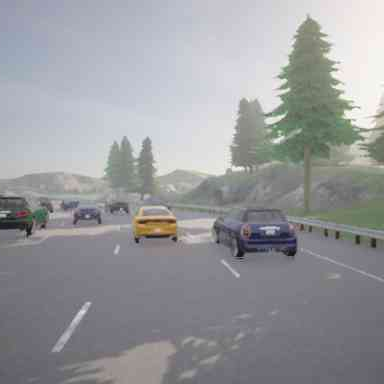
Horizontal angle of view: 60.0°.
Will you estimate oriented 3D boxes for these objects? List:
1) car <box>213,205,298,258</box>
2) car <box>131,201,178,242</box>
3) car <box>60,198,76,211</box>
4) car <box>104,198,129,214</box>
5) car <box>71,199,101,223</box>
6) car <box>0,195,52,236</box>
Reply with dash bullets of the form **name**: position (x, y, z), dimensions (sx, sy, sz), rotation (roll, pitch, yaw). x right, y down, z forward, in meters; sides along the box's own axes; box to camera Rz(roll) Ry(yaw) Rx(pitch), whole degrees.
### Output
- **car**: position (2.210, 1.313, 12.826), dimensions (2.097, 1.767, 4.553), rotation (0, 0, -8)
- **car**: position (-1.920, 1.433, 16.287), dimensions (1.882, 1.535, 5.008), rotation (0, 0, -12)
- **car**: position (-14.586, 1.428, 40.027), dimensions (1.812, 1.442, 4.674), rotation (0, 0, -29)
- **car**: position (-7.848, 1.415, 34.497), dimensions (1.837, 1.490, 4.892), rotation (0, 0, -24)
- **car**: position (-7.742, 1.464, 24.661), dimensions (1.812, 1.442, 4.674), rotation (0, 0, -17)
- **car**: position (-9.424, 1.180, 18.137), dimensions (2.150, 2.045, 5.566), rotation (0, 0, -13)
